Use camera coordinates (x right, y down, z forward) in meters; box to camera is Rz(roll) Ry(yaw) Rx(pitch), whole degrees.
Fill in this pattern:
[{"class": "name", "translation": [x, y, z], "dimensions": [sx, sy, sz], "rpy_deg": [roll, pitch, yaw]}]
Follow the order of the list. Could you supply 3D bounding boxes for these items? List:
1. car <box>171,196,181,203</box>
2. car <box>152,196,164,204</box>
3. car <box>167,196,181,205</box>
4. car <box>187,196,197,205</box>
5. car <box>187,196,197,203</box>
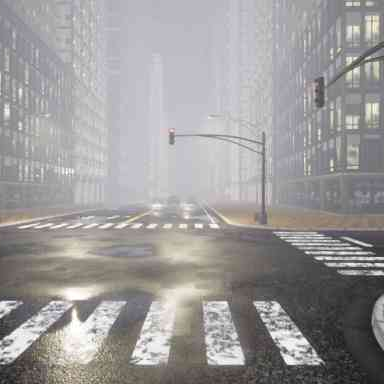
[{"class": "car", "translation": [-3.290, 1.565, 70.209], "dimensions": [1.895, 1.301, 4.718], "rpy_deg": [0, 0, 0]}, {"class": "car", "translation": [-6.536, 1.608, 64.345], "dimensions": [2.128, 1.511, 4.902], "rpy_deg": [0, 0, 0]}, {"class": "car", "translation": [-3.284, 1.453, 60.149], "dimensions": [2.097, 1.767, 4.553], "rpy_deg": [0, 0, 0]}, {"class": "car", "translation": [-0.034, 1.703, 60.626], "dimensions": [1.895, 1.301, 4.718], "rpy_deg": [0, 0, 0]}, {"class": "car", "translation": [-0.039, 1.541, 70.598], "dimensions": [1.994, 1.385, 4.181], "rpy_deg": [0, 0, 0]}]
